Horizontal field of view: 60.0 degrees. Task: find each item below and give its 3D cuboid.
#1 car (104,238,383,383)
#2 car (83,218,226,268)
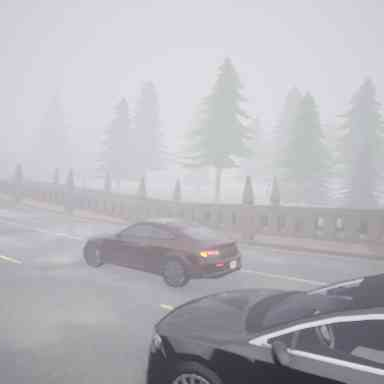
[{"bbox_3d":[1.765,1.488,2.733,4.902,1.511,2.128,0,0,35],"label":"car"},{"bbox_3d":[-0.923,1.428,8.947,4.674,1.442,1.812,2,1,35],"label":"car"}]
